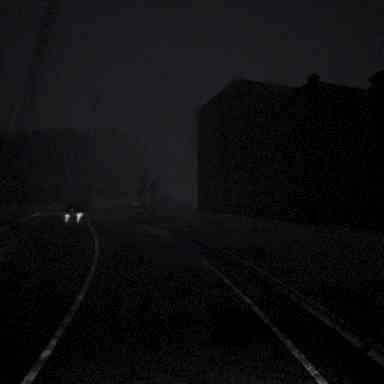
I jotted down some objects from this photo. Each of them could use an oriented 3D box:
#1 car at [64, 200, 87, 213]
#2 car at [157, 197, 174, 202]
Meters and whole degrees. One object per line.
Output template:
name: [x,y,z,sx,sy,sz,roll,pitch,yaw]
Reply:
car: [-13.318,1.575,38.419,2.033,1.411,5.357,0,0,-9]
car: [-6.262,1.739,78.190,1.895,1.301,4.718,-3,-2,29]
